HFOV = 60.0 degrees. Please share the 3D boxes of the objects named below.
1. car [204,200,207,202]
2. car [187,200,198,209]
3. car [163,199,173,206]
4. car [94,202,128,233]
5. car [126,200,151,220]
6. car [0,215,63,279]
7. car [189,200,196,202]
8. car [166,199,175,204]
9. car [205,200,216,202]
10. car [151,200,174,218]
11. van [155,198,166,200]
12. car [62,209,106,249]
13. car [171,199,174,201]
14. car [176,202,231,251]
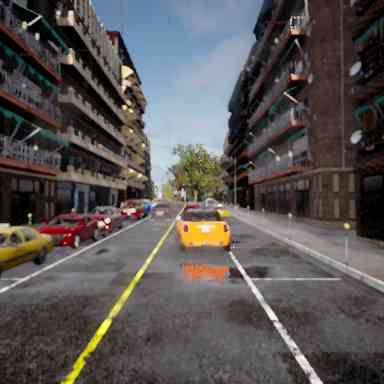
[{"bbox_3d":[2.712,2.059,43.812,1.947,1.339,4.313,1,-1,0],"label":"car"},{"bbox_3d":[0.103,2.189,58.633,1.812,1.442,4.674,0,0,0],"label":"car"},{"bbox_3d":[-5.673,2.439,77.819,2.008,1.369,4.403,1,-1,0],"label":"car"},{"bbox_3d":[-5.676,1.678,21.208,1.967,1.590,4.097,1,-1,0],"label":"car"},{"bbox_3d":[-5.673,1.681,32.532,2.192,1.841,5.009,1,-1,0],"label":"car"},{"bbox_3d":[-5.678,1.635,9.714,1.752,1.417,4.829,1,-1,0],"label":"car"},{"bbox_3d":[0.103,1.946,41.544,1.882,1.535,5.008,0,-1,0],"label":"car"},{"bbox_3d":[-5.765,2.574,89.137,2.008,1.369,4.403,1,-1,0],"label":"car"},{"bbox_3d":[2.708,1.974,38.150,1.887,1.381,4.507,1,-1,0],"label":"car"},{"bbox_3d":[-3.103,1.914,34.565,1.812,1.442,4.674,0,-1,0],"label":"car"},{"bbox_3d":[-5.671,1.965,55.176,1.690,1.788,3.998,1,-1,0],"label":"van"},{"bbox_3d":[-5.677,1.719,15.544,1.887,1.381,4.507,1,-1,0],"label":"car"},{"bbox_3d":[-5.673,2.387,72.158,1.947,1.339,4.313,1,-1,0],"label":"car"},{"bbox_3d":[0.382,1.522,15.131,2.097,1.767,4.553,0,-1,-5],"label":"car"}]
